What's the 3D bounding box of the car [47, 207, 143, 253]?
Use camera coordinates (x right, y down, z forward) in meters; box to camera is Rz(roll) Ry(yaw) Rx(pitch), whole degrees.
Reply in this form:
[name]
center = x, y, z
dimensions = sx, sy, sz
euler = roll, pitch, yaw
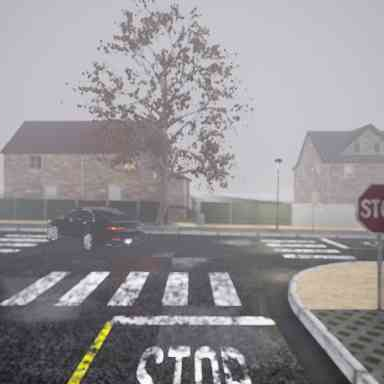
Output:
[car]
center = -3.902, 1.337, 13.019
dimensions = 4.892, 1.490, 1.837
euler = 3, -1, 44
